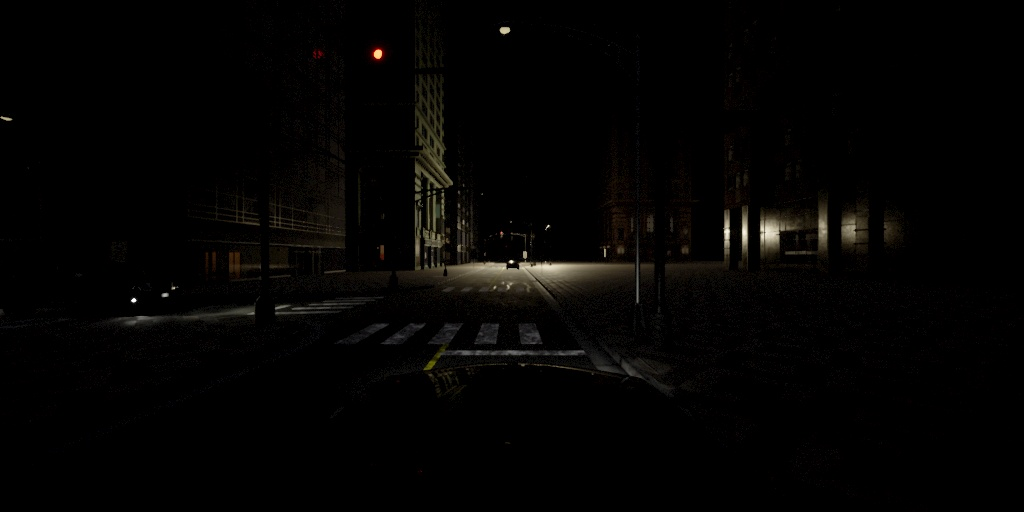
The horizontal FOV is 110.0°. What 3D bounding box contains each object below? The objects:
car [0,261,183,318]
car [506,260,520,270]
[{"bbox_3d":[-16.109,1.191,13.774,5.566,2.045,2.150,-1,0,0],"label":"car"},{"bbox_3d":[0.121,1.323,53.391,1.994,1.385,4.181,0,0,0],"label":"car"}]
